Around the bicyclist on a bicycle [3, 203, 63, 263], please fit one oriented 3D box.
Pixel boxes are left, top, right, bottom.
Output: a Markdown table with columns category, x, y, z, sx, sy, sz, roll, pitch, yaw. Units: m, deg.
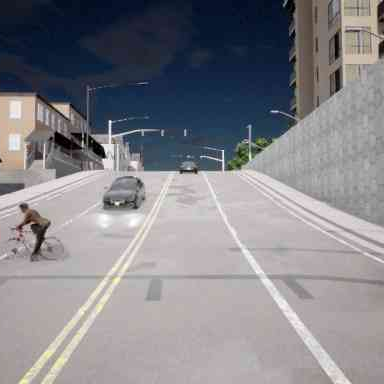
| category | x | y | z | sx | sy | sz | roll | pitch | yaw |
| --- | --- | --- | --- | --- | --- | --- | --- | --- | --- |
| bicyclist on a bicycle | -4.350 | 1.114 | 9.029 | 1.656 | 1.620 | 0.582 | -2 | 4 | -1 |

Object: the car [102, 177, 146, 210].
| category | x | y | z | sx | sy | sz | roll | pitch | yaw |
| --- | --- | --- | --- | --- | --- | --- | --- | --- | --- |
| car | -3.811 | -0.021 | 19.184 | 1.837 | 1.490 | 4.892 | 0 | 9 | -1 |

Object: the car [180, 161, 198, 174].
| category | x | y | z | sx | sy | sz | roll | pitch | yaw |
| --- | --- | --- | --- | --- | --- | --- | --- | --- | --- |
| car | -0.356 | -2.808 | 37.304 | 1.994 | 1.385 | 4.181 | 0 | 7 | 0 |
